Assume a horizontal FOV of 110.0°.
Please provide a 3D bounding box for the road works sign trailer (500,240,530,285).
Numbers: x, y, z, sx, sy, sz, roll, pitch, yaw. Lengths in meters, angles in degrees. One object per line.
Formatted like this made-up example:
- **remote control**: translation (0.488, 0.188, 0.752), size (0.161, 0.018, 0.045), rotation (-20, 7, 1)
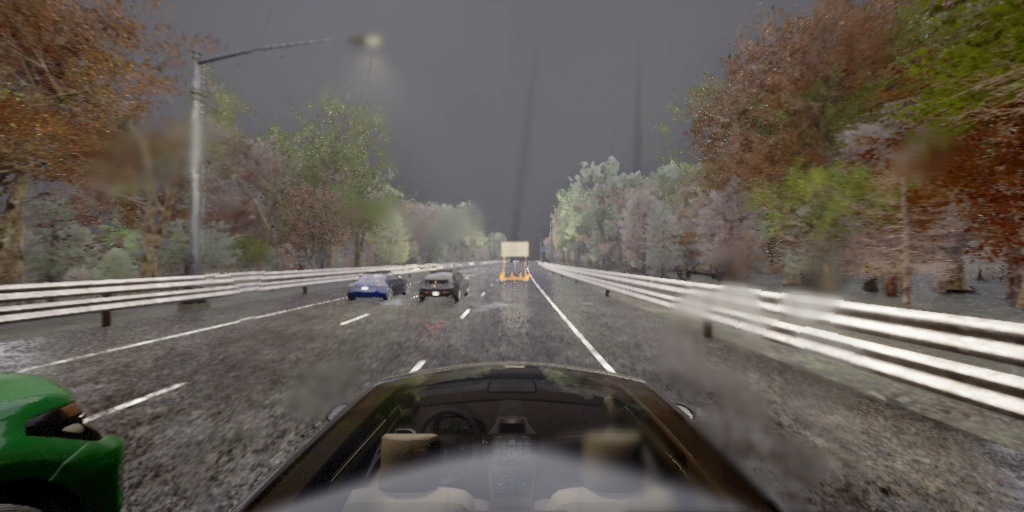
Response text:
- **road works sign trailer**: translation (0.227, 0.497, 29.370), size (2.380, 3.560, 2.880), rotation (0, 0, 2)

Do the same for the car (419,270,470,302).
- **car**: translation (-3.311, 1.423, 18.081), size (1.837, 1.490, 4.892), rotation (0, -1, 1)

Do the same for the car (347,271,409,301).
- **car**: translation (-6.801, 1.487, 18.640), size (1.994, 1.385, 4.181), rotation (0, -1, 1)
